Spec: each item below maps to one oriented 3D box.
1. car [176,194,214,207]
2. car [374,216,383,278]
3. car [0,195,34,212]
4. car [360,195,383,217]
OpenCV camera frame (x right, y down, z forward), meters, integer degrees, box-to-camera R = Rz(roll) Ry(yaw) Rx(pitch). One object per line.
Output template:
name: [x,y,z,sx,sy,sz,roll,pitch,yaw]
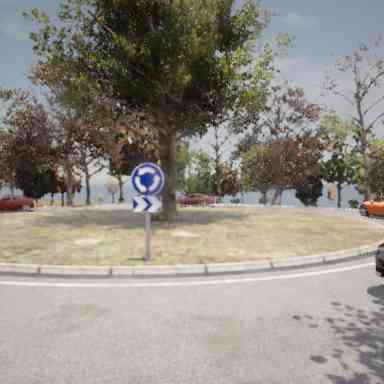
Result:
car: [0.163,0.927,37.087,4.674,1.442,1.812,0,0,10]
car: [6.149,1.367,7.370,4.902,1.511,2.128,-1,1,-29]
car: [-16.236,1.026,28.673,1.882,1.535,5.008,0,1,31]
car: [13.709,0.967,23.102,2.097,1.767,4.553,0,1,-2]
